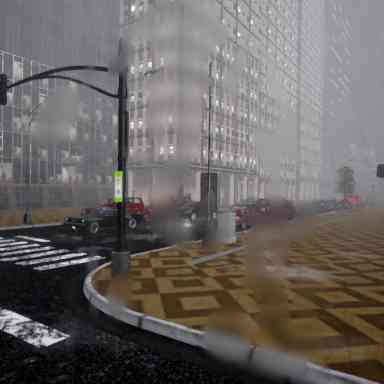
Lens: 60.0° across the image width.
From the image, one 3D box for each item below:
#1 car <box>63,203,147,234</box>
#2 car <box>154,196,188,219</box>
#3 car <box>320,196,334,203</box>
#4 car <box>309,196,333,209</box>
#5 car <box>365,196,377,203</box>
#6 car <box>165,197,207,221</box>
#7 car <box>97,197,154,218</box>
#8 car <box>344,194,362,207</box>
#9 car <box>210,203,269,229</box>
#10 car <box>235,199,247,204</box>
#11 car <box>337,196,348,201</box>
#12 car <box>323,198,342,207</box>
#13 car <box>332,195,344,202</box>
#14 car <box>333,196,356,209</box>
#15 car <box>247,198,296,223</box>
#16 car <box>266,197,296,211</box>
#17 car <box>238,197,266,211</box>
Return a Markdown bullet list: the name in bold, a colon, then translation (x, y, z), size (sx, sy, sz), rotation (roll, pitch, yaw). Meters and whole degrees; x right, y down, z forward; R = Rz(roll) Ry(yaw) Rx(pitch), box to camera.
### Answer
- **car**: translation (-5.118, 1.595, 19.715), size (1.895, 1.301, 4.718), rotation (1, 1, 35)
- **car**: translation (-1.795, 1.283, 28.933), size (2.192, 1.841, 5.009), rotation (1, 0, 35)
- **car**: translation (29.884, 1.617, 73.513), size (1.802, 1.307, 4.206), rotation (1, 1, 35)
- **car**: translation (18.268, 1.649, 47.711), size (1.994, 1.385, 4.181), rotation (1, 1, 36)
- **car**: translation (39.521, 1.598, 73.493), size (1.967, 1.590, 4.097), rotation (1, 1, 35)
- **car**: translation (0.324, 1.485, 27.438), size (1.882, 1.535, 5.008), rotation (1, 1, 35)
- **car**: translation (-5.451, 1.275, 23.763), size (2.192, 1.841, 5.009), rotation (1, 0, 35)
- **car**: translation (25.438, 1.366, 52.848), size (2.150, 2.045, 5.566), rotation (1, 1, 35)
- **car**: translation (3.270, 1.668, 22.006), size (1.802, 1.307, 4.206), rotation (1, 0, 35)
- **car**: translation (5.785, 1.511, 35.153), size (2.128, 1.511, 4.902), rotation (1, 1, 35)
- **car**: translation (39.478, 1.624, 87.080), size (1.947, 1.339, 4.313), rotation (1, 1, 35)
- **car**: translation (23.117, 1.659, 54.566), size (1.994, 1.385, 4.181), rotation (1, 1, 35)
- **car**: translation (36.192, 1.571, 82.433), size (1.752, 1.417, 4.829), rotation (1, 1, 35)
- **car**: translation (21.410, 1.656, 47.086), size (1.812, 1.442, 4.674), rotation (1, 1, 35)
- **car**: translation (6.759, 1.409, 26.934), size (2.192, 1.841, 5.009), rotation (1, 0, 35)
- **car**: translation (11.734, 1.525, 43.493), size (2.128, 1.511, 4.902), rotation (1, 1, 36)
- **car**: translation (7.707, 1.431, 42.260), size (1.967, 1.590, 4.097), rotation (1, 0, 35)
